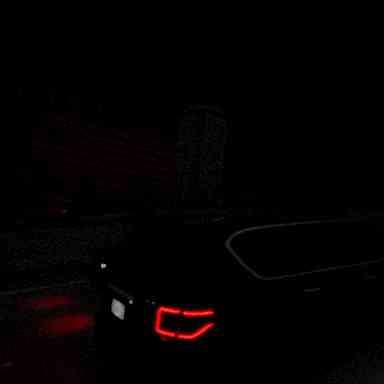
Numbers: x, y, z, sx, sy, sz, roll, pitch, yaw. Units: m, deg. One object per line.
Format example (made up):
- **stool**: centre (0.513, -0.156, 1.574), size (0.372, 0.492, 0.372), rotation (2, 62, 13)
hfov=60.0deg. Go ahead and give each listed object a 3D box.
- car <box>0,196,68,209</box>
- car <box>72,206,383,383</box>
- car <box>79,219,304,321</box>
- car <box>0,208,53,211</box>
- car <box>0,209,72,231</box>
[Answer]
- **car**: centre (-9.775, 1.230, 18.515), size (5.566, 2.045, 2.150), rotation (0, 0, -35)
- **car**: centre (1.463, 1.232, 4.789), size (5.566, 2.045, 2.150), rotation (0, 0, -35)
- **car**: centre (0.232, 1.560, 8.210), size (5.357, 1.411, 2.033), rotation (0, 0, -35)
- **car**: centre (-8.715, 1.605, 14.972), size (4.718, 1.301, 1.895), rotation (0, 0, -35)
- **car**: centre (-5.690, 1.555, 12.830), size (5.357, 1.411, 2.033), rotation (0, 0, -35)
